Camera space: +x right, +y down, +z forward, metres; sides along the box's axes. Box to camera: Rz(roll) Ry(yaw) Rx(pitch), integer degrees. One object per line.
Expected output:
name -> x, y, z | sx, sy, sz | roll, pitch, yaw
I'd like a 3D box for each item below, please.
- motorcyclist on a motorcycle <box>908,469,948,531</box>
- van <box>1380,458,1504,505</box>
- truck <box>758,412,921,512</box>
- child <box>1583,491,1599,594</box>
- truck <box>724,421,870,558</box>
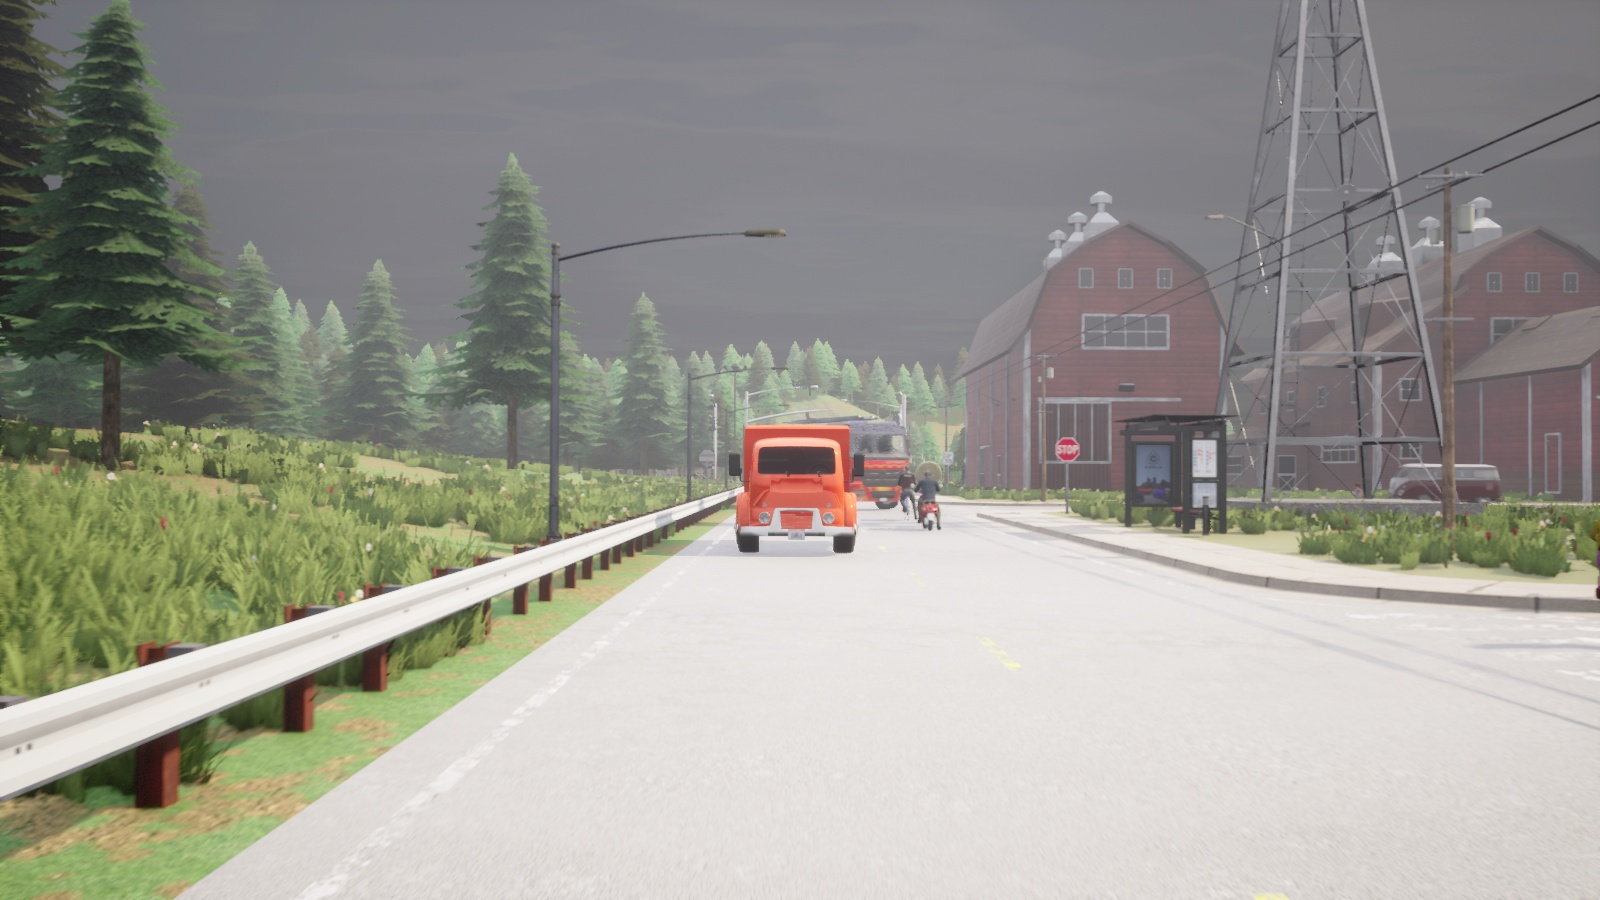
motorcyclist on a motorcycle -> 3.419, 1.318, 33.673 | 0.866, 1.590, 1.817 | 0, -1, 0
van -> 27.681, 1.365, 54.241 | 4.442, 1.987, 1.775 | 0, -1, -1
truck -> 1.474, 0.526, 52.721 | 2.891, 3.827, 8.468 | 0, -1, -29
child -> 9.236, 1.054, 14.405 | 0.473, 1.160, 0.299 | 1, -1, -43
truck -> -0.065, 0.752, 25.287 | 2.627, 2.467, 5.204 | 0, -1, 0
